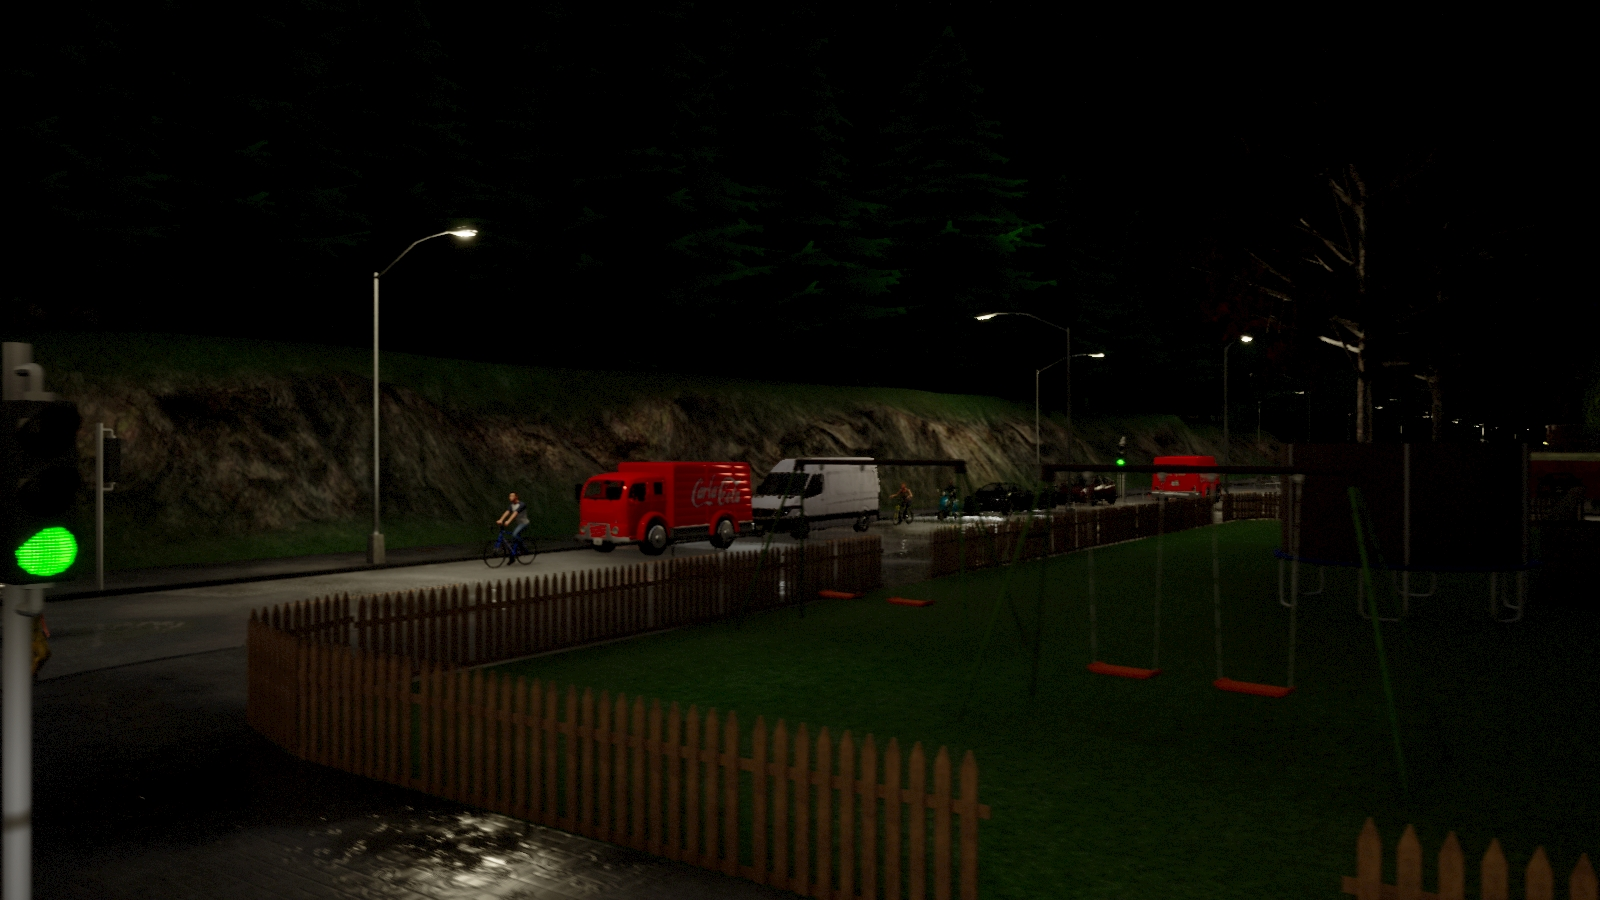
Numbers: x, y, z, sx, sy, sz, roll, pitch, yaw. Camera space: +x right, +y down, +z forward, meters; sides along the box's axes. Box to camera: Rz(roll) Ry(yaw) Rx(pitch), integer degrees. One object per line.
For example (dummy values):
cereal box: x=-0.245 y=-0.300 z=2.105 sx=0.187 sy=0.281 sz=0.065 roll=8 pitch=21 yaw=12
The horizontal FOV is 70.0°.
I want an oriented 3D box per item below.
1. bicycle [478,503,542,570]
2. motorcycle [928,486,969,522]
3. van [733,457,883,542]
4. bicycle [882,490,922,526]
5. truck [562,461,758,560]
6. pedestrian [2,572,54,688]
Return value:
bicycle: x=-6.958 y=2.055 z=27.477 sx=0.373 sy=1.496 sz=1.643 roll=0 pitch=0 yaw=35
motorcycle: x=5.959 y=2.141 z=45.698 sx=0.856 sy=1.316 sz=1.805 roll=0 pitch=0 yaw=36
van: x=0.401 y=1.533 z=37.967 sx=1.988 sy=2.561 sz=5.915 roll=0 pitch=0 yaw=35
bicycle: x=3.822 y=2.156 z=42.663 sx=0.859 sy=1.276 sz=1.487 roll=0 pitch=0 yaw=36
truck: x=-3.796 y=1.567 z=31.989 sx=2.627 sy=2.467 sz=5.204 roll=0 pitch=0 yaw=35
pedestrian: x=-9.192 y=2.128 z=13.600 sx=0.375 sy=1.300 sz=0.375 roll=0 pitch=0 yaw=26
